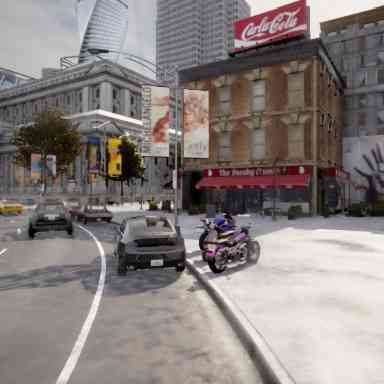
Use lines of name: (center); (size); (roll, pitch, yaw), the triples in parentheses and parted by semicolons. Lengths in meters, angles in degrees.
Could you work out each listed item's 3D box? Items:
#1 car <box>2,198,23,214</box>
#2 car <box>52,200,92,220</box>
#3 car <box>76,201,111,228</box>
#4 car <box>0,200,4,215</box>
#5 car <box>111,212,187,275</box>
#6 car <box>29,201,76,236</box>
car: (-18.863, 1.440, 33.736); (5.366, 1.575, 1.801); (0, 0, 45)
car: (-10.641, 1.512, 29.304); (2.002, 1.452, 4.674); (0, 0, -38)
car: (-7.348, 1.590, 24.614); (1.895, 1.301, 4.718); (0, 0, -28)
car: (-14.928, 1.492, 23.856); (1.837, 1.490, 4.892); (1, 0, -34)
car: (-1.487, 1.504, 10.572); (1.837, 1.490, 4.892); (0, 0, -15)
car: (-7.962, 1.346, 18.665); (2.097, 1.767, 4.553); (0, 0, -25)
